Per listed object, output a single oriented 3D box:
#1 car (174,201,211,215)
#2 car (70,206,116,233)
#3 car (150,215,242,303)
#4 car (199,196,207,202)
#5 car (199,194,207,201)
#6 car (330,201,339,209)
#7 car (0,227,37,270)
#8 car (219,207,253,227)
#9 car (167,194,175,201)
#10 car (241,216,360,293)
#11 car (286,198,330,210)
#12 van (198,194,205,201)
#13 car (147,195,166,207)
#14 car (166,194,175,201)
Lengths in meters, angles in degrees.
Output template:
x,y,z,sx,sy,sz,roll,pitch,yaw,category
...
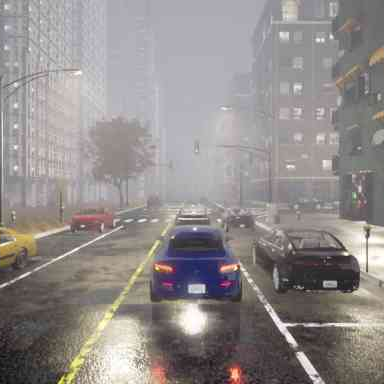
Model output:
x,y,z,sx,sy,sz,roll,pitch,yaw,category
0.038,1.496,18.237,2.128,1.511,4.902,0,0,0,car
-5.735,1.549,19.677,1.887,1.381,4.507,0,0,0,car
0.074,1.526,8.108,1.812,1.442,4.674,0,0,0,car
2.503,1.598,79.868,1.752,1.417,4.829,0,0,0,car
2.517,1.629,74.175,1.947,1.339,4.313,0,0,0,car
18.733,1.259,39.195,4.829,1.417,1.752,-1,1,-1,car
-5.708,1.526,8.441,1.752,1.417,4.829,0,0,0,car
2.645,1.555,19.696,2.008,1.369,4.403,0,0,0,car
-5.890,1.649,85.202,1.947,1.339,4.313,0,0,0,car
2.672,1.552,8.630,2.008,1.369,4.403,0,0,0,car
13.336,1.359,39.128,4.403,1.369,2.008,-1,1,-1,car
2.490,1.424,85.222,1.690,1.788,3.998,0,0,0,van
-5.812,1.349,52.065,2.192,1.841,5.009,0,0,0,car
-5.904,1.409,90.724,2.192,1.841,5.009,0,0,0,car
